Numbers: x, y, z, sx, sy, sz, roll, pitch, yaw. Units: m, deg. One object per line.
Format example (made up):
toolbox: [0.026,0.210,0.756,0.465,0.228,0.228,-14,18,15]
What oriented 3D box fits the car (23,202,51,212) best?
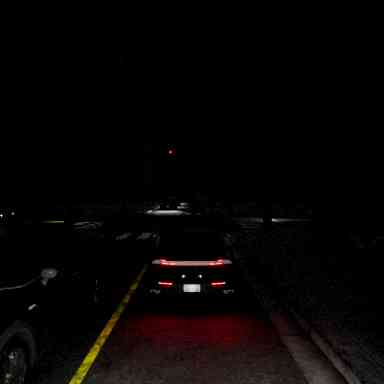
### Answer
car: [-14.769,1.581,29.496,4.313,1.339,1.947,0,0,0]

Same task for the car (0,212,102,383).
car: [-2.851,1.352,4.790,2.097,1.767,4.553,0,0,0]

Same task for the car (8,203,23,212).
car: [-15.688,1.209,24.011,5.566,2.045,2.150,0,0,0]

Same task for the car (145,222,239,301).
car: [0.000,1.492,8.323,2.128,1.511,4.902,0,0,0]

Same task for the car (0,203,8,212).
car: [-14.773,1.540,21.469,4.313,1.339,1.947,0,0,0]

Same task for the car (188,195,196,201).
car: [-0.013,1.451,81.346,1.812,1.442,4.674,0,0,0]

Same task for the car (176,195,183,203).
car: [-2.851,1.486,51.945,1.812,1.442,4.674,0,0,0]

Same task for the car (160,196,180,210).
car: [-2.858,1.539,41.369,1.994,1.385,4.181,0,0,0]
